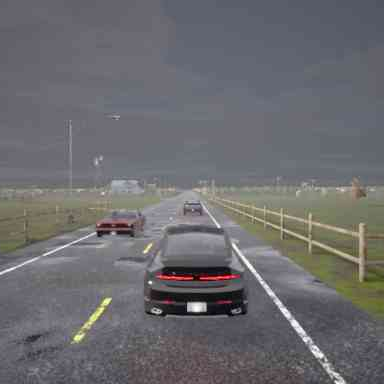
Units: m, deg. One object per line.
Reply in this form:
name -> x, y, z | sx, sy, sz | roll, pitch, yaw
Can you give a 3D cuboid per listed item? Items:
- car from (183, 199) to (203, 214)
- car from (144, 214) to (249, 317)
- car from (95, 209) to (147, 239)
car -> 0.095, 1.474, 33.533 | 2.128, 1.511, 4.902 | 0, 0, 0
car -> 0.078, 1.505, 7.528 | 1.837, 1.490, 4.892 | 0, 0, 0
car -> -3.602, 1.595, 17.491 | 1.895, 1.301, 4.718 | 0, 0, 0
